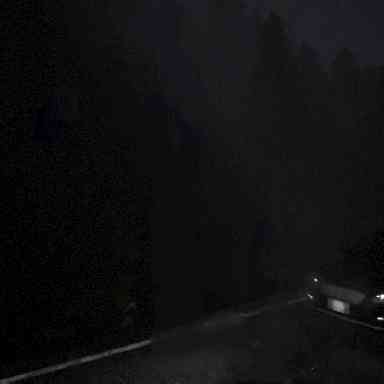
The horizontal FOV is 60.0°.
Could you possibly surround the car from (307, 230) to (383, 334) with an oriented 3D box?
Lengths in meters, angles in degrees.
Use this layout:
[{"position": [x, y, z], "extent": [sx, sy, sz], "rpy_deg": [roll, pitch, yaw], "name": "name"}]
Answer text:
[{"position": [4.306, 1.544, 6.616], "extent": [4.902, 1.511, 2.128], "rpy_deg": [1, 0, -35], "name": "car"}]
